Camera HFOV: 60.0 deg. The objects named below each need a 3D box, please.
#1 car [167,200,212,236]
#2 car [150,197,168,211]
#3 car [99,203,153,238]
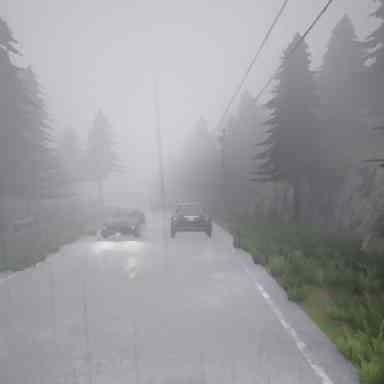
[{"bbox_3d":[-0.131,1.354,18.481,2.097,1.767,4.553,0,0,-3],"label":"car"},{"bbox_3d":[-4.029,1.358,41.897,2.097,1.767,4.553,0,0,-15],"label":"car"},{"bbox_3d":[-3.491,1.552,17.872,2.033,1.411,5.357,0,0,-2],"label":"car"}]
